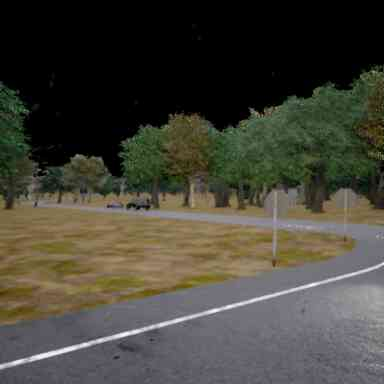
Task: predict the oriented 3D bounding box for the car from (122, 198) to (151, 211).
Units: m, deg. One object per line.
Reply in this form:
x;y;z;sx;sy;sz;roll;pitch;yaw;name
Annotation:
-8.596;1.929;53.175;2.150;2.045;5.566;2;-2;-34;car

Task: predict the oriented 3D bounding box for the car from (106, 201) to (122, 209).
-14.216;2.361;61.314;2.128;1.511;4.902;2;-2;-34;car
